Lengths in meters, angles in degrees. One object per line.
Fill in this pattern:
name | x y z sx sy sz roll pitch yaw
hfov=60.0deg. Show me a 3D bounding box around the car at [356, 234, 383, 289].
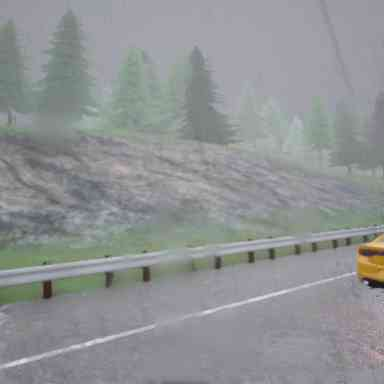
car | 5.962 1.483 8.004 5.008 1.535 1.882 0 0 -36
